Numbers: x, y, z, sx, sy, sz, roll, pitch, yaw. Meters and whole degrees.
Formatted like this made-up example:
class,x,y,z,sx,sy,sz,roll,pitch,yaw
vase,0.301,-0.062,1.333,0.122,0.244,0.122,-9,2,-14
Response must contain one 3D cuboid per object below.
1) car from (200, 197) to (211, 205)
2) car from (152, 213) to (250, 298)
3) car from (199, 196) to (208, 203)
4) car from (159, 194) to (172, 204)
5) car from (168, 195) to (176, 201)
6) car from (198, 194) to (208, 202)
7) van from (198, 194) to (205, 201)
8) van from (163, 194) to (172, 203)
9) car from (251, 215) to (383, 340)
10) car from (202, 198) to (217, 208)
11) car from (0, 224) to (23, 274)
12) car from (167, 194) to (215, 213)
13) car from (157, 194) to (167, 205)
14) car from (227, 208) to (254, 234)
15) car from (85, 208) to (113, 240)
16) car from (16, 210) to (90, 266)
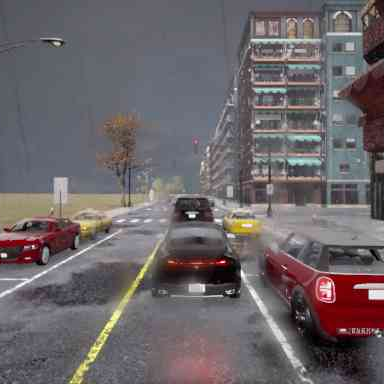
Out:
class,x,y,z,sx,sy,sz,roll,pitch,yaw
car,2.530,1.599,61.458,1.802,1.307,4.206,1,0,0
car,0.093,1.507,8.491,1.837,1.490,4.892,0,0,0
car,2.522,1.587,72.780,1.947,1.339,4.313,1,0,0
car,-5.351,1.334,66.630,2.192,1.841,5.009,1,0,0
car,-5.371,1.609,89.246,1.802,1.307,4.206,1,0,0
car,2.520,1.338,78.441,2.192,1.841,5.009,1,0,0
van,2.512,1.369,89.763,1.690,1.788,3.998,1,0,0
van,-5.356,1.362,72.284,1.690,1.788,3.998,1,0,0
car,2.571,1.442,6.532,1.967,1.590,4.097,1,0,0
car,2.538,1.565,50.136,2.008,1.369,4.403,1,0,0
car,-5.311,1.552,6.116,2.008,1.369,4.403,1,0,0
car,0.068,1.226,18.345,2.150,2.045,5.566,0,0,1
car,-5.349,1.457,60.975,1.967,1.590,4.097,1,0,0
car,2.562,1.530,17.791,1.752,1.417,4.829,1,0,0
car,-5.318,1.530,17.019,1.752,1.417,4.829,1,0,0
car,-5.315,1.548,11.653,1.887,1.381,4.507,1,0,0
